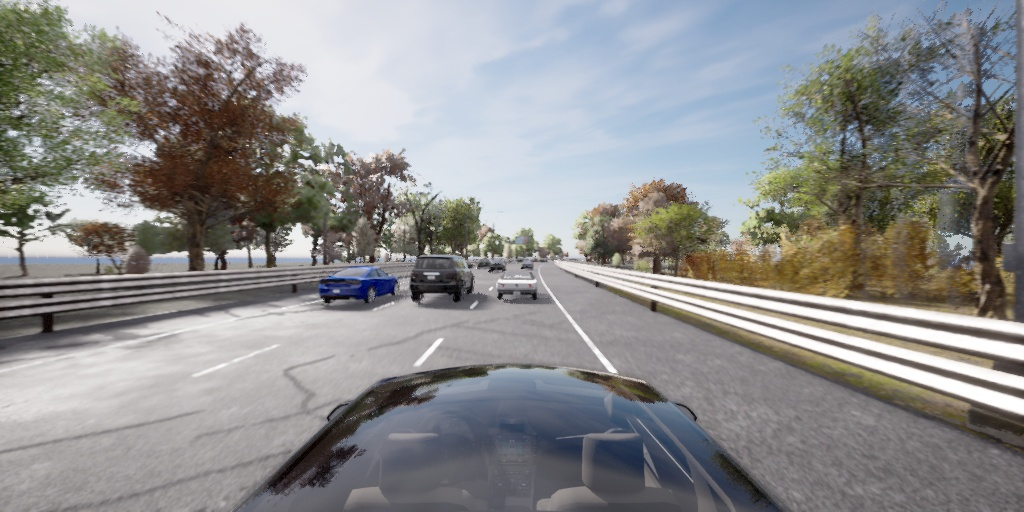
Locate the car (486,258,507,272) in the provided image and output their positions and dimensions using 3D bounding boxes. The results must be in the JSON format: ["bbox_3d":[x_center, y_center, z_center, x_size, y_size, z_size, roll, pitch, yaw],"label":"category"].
[{"bbox_3d":[-1.784,1.305,46.267,1.837,1.490,4.892,0,0,4],"label":"car"}]

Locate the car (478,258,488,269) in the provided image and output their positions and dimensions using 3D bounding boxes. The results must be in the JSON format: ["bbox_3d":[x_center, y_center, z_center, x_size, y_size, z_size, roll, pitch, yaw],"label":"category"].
[{"bbox_3d":[-4.299,1.165,59.274,2.097,1.767,4.553,0,0,5],"label":"car"}]

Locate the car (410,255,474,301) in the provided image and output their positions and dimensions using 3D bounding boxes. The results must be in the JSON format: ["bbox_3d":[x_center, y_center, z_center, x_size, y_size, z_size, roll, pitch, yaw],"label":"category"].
[{"bbox_3d":[-3.221,0.976,17.392,2.150,2.045,5.566,0,0,2],"label":"car"}]

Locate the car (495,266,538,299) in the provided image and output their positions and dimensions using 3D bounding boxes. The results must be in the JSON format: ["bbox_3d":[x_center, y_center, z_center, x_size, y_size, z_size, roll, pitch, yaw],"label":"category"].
[{"bbox_3d":[0.298,1.368,18.333,1.895,1.301,4.718,0,0,2],"label":"car"}]

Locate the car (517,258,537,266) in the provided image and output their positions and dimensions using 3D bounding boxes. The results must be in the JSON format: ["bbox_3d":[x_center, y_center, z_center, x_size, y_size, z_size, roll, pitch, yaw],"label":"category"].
[{"bbox_3d":[2.373,1.375,55.002,2.033,1.411,5.357,0,0,5],"label":"car"}]

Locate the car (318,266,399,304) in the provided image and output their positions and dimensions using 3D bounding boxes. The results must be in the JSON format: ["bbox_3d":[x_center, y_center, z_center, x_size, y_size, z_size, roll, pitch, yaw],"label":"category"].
[{"bbox_3d":[-6.740,1.218,16.374,1.882,1.535,5.008,0,0,2],"label":"car"}]
